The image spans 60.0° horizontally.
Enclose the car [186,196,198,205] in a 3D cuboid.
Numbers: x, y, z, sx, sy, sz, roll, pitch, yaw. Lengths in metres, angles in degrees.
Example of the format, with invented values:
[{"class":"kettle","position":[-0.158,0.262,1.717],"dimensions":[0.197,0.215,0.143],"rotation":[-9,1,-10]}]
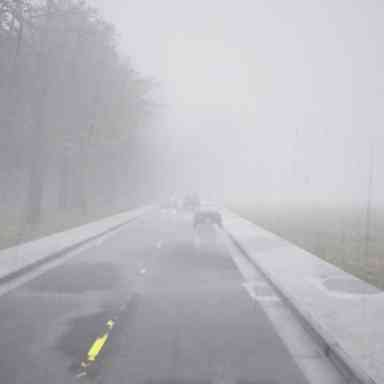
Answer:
[{"class":"car","position":[-0.004,1.442,57.096],"dimensions":[2.128,1.511,4.902],"rotation":[0,0,0]}]

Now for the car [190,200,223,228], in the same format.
[{"class":"car","position":[0.960,1.507,21.872],"dimensions":[1.812,1.442,4.674],"rotation":[0,0,0]}]

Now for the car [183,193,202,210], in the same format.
[{"class":"car","position":[0.020,1.184,42.537],"dimensions":[2.150,2.045,5.566],"rotation":[0,0,1]}]

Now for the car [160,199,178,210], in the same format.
[{"class":"car","position":[-2.840,1.527,42.108],"dimensions":[1.994,1.385,4.181],"rotation":[0,0,0]}]
